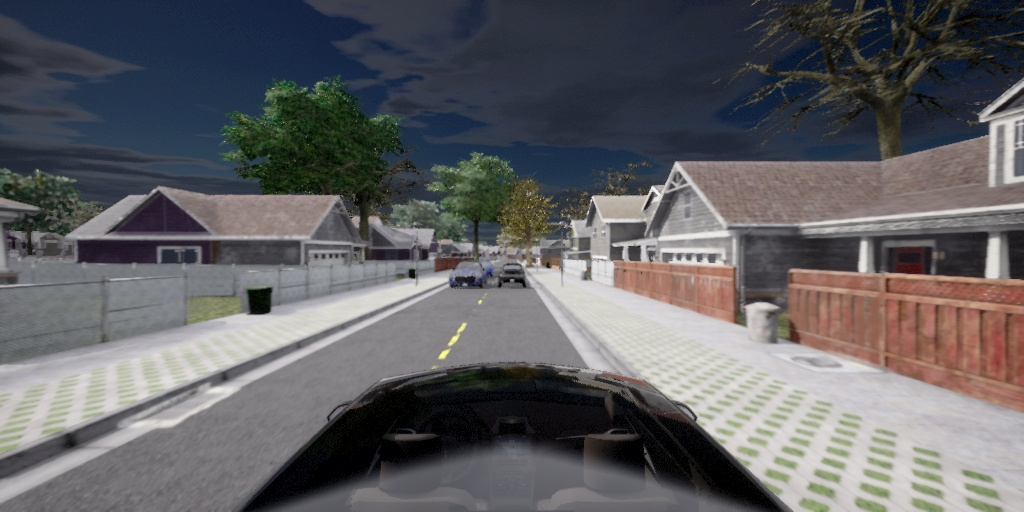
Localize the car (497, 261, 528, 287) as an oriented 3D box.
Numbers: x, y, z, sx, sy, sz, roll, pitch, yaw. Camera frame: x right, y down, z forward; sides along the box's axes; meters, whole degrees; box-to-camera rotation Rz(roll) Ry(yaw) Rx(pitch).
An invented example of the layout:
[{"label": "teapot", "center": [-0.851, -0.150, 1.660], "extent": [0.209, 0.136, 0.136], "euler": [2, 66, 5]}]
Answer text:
[{"label": "car", "center": [0.028, 1.261, 24.836], "extent": [1.837, 1.490, 4.892], "euler": [0, 1, 0]}]

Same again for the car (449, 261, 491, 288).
[{"label": "car", "center": [-2.783, 1.105, 23.552], "extent": [2.097, 1.767, 4.553], "euler": [0, 0, 0]}]

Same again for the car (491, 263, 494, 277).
[{"label": "car", "center": [-2.801, 1.242, 35.424], "extent": [1.882, 1.535, 5.008], "euler": [0, 0, 0]}]
